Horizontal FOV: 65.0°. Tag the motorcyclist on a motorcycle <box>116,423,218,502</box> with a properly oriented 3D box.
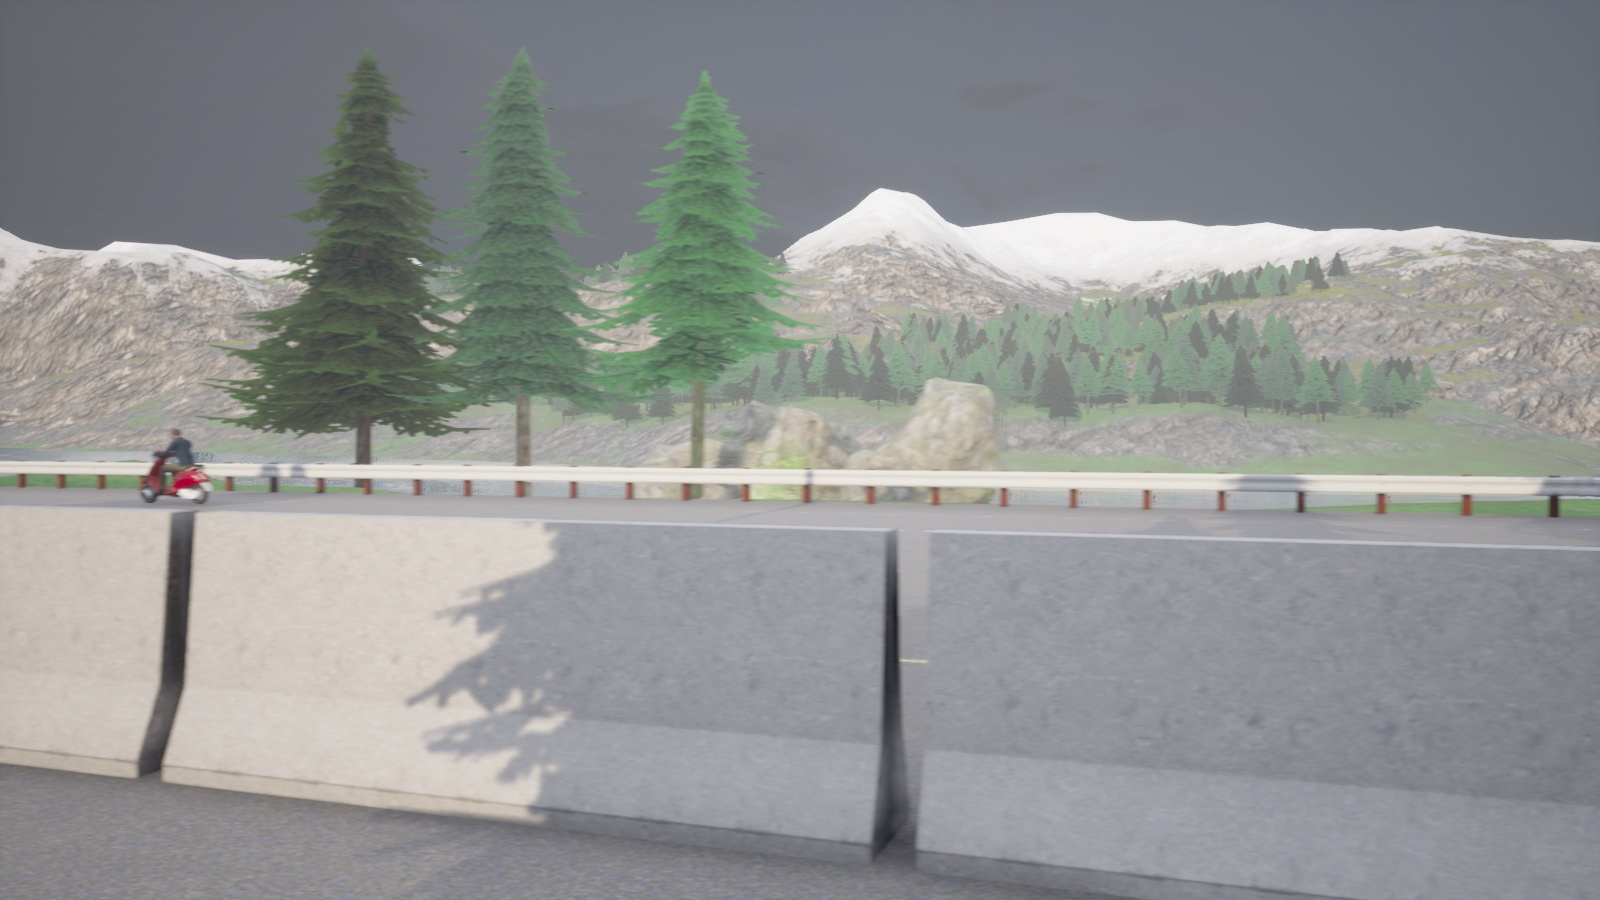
[{"bbox_3d":[-13.140,0.243,26.079,1.817,1.590,0.866,1,1,19],"label":"motorcyclist on a motorcycle"}]
